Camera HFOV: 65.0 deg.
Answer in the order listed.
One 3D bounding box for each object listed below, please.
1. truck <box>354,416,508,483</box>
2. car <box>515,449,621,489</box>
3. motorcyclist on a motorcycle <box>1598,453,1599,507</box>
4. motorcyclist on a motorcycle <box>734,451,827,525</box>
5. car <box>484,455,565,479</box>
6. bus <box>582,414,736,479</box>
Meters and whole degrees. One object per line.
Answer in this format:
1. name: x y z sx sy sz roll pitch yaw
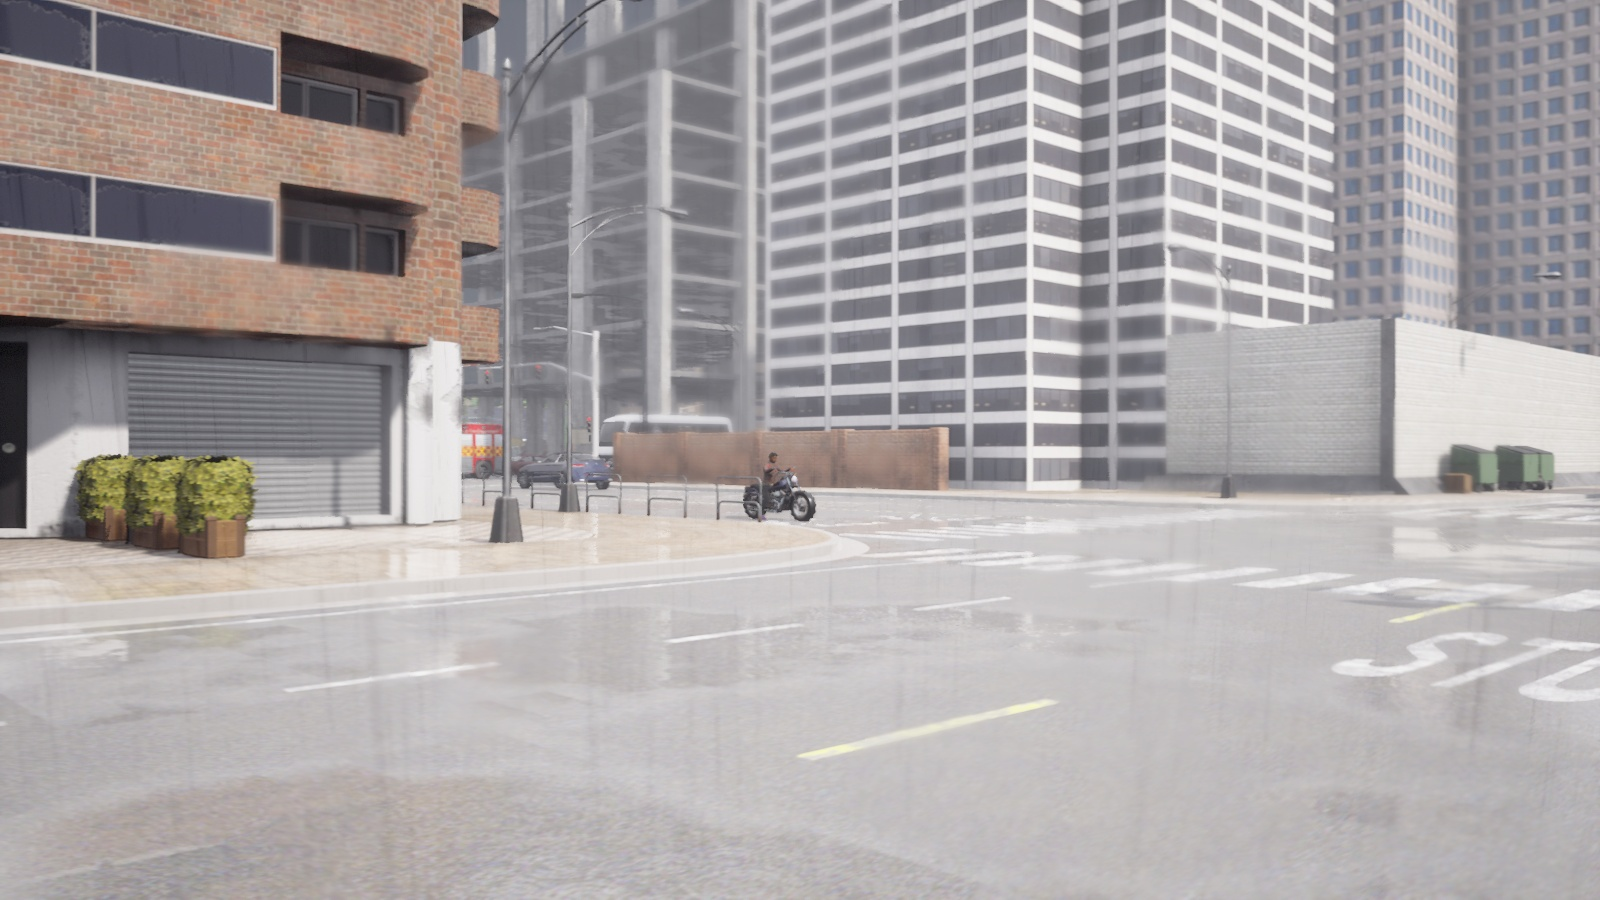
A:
1. truck: -21.998 -0.035 75.265 8.468 3.827 2.891 0 0 -43
2. car: -10.179 0.802 54.820 2.152 1.651 5.027 0 0 -44
3. motorcyclist on a motorcycle: 23.644 0.839 35.947 2.191 1.530 0.866 0 0 -44
4. motorcyclist on a motorcycle: -0.479 0.856 29.370 0.766 1.649 2.350 0 0 -44
5. car: -18.298 1.126 83.540 5.008 1.535 1.882 0 0 -43
6. bus: -9.649 -0.242 86.876 10.273 4.253 3.944 0 0 -43
